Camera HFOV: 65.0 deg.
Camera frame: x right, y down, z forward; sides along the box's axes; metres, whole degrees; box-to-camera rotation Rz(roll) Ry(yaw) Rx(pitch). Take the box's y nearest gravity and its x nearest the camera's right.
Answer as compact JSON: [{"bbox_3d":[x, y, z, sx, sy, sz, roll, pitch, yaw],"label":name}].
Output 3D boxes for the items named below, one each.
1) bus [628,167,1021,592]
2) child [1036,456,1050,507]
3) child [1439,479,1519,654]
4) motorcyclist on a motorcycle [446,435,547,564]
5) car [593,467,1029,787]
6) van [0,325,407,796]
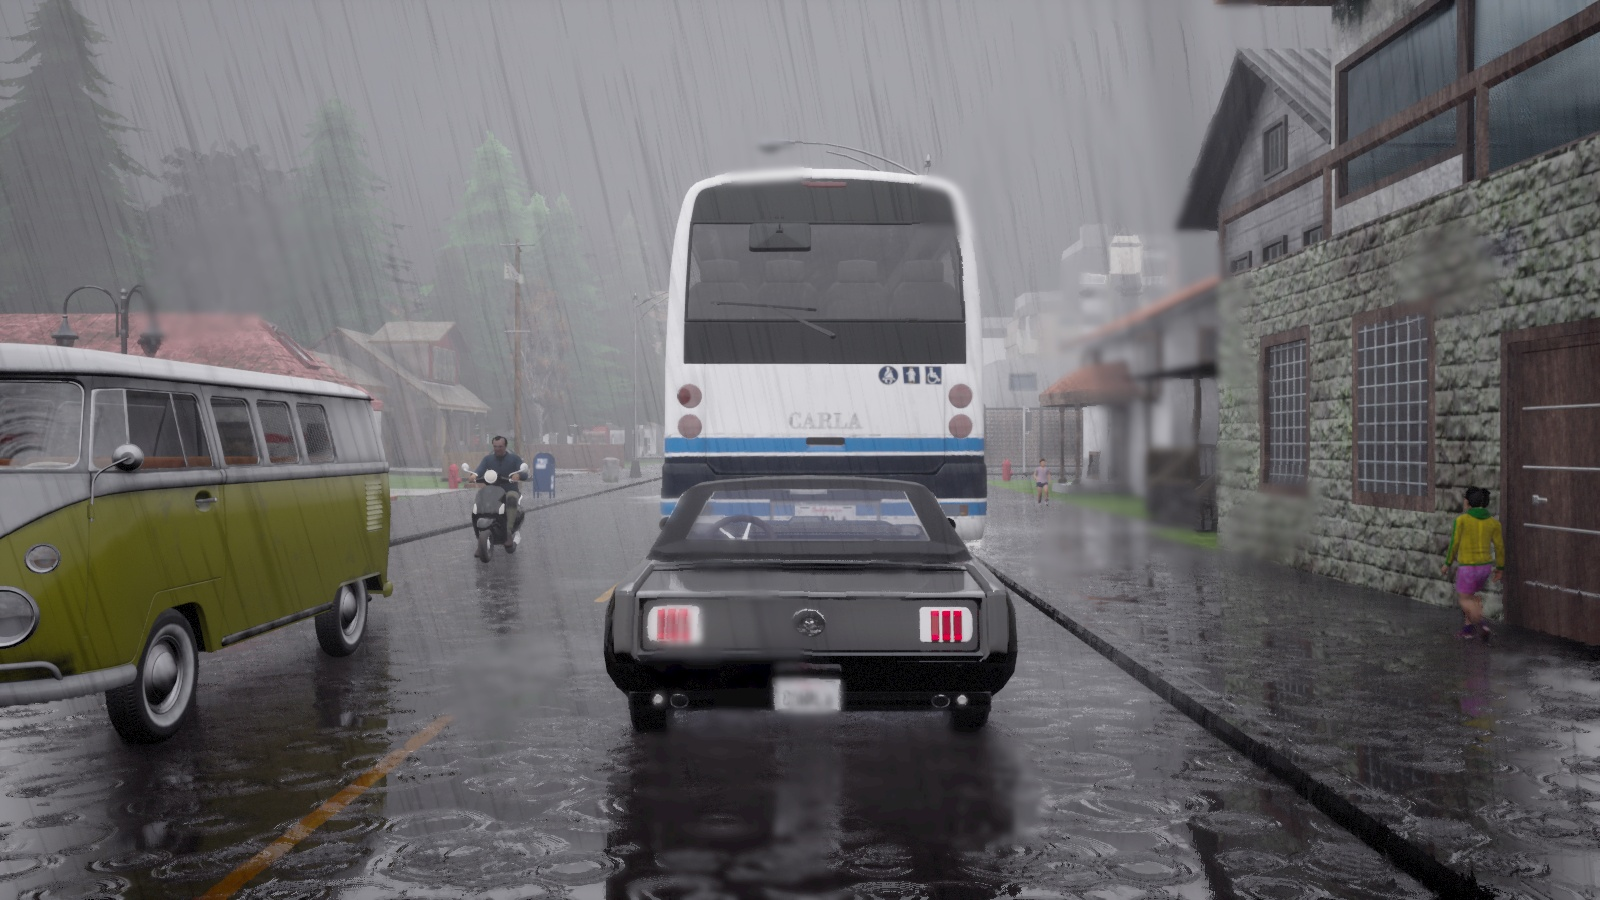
[{"bbox_3d":[0.139,-0.730,17.748,3.944,4.253,10.273,0,0,-1],"label":"bus"},{"bbox_3d":[5.331,0.685,27.558,0.255,1.110,0.394,0,0,3],"label":"child"},{"bbox_3d":[4.693,0.791,8.696,0.299,1.160,0.473,0,0,0],"label":"child"},{"bbox_3d":[-3.907,0.605,16.322,0.866,1.590,1.817,0,0,0],"label":"motorcyclist on a motorcycle"},{"bbox_3d":[0.053,0.803,7.818,1.895,1.301,4.718,0,0,0],"label":"car"},{"bbox_3d":[-3.948,0.453,7.526,1.775,1.987,4.442,0,0,0],"label":"van"}]
